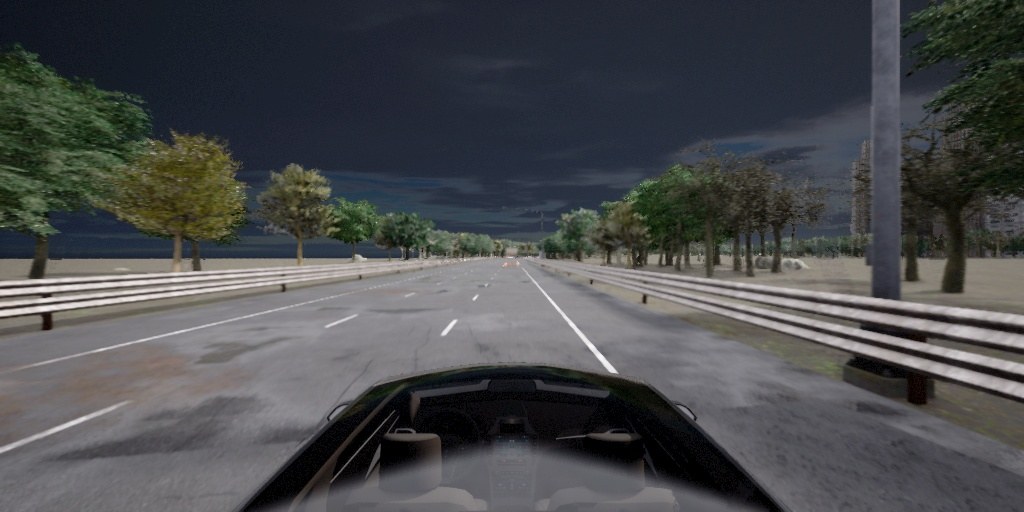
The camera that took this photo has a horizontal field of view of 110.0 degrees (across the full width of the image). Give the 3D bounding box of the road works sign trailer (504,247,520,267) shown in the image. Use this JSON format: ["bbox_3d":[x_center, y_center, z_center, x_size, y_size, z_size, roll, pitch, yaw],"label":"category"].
[{"bbox_3d":[-0.008,0.193,63.790,2.380,3.560,2.880,0,0,0],"label":"road works sign trailer"}]
